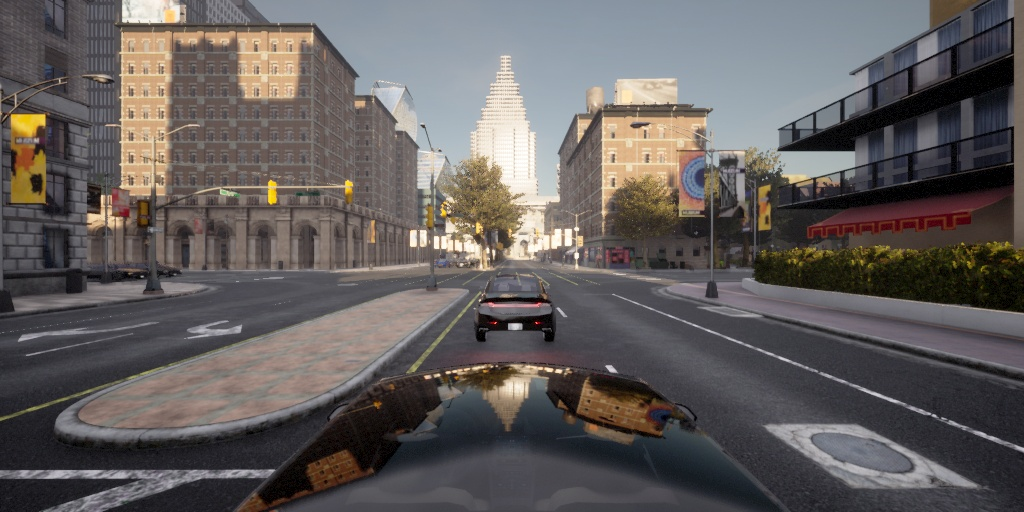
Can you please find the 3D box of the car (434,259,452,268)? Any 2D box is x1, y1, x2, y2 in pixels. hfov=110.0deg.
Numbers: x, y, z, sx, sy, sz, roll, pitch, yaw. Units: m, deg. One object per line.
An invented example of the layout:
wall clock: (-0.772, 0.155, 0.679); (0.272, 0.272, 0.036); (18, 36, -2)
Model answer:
car: (-11.541, 1.227, 60.040); (1.882, 1.535, 5.008); (0, 0, 0)

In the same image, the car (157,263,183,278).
car: (-33.436, 1.297, 32.735); (5.357, 1.411, 2.033); (0, 0, 0)

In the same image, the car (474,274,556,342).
car: (0.081, 1.241, 9.806); (2.128, 1.511, 4.902); (0, 0, 0)

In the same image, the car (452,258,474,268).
car: (-8.045, 1.241, 59.624); (2.128, 1.511, 4.902); (0, 0, 0)

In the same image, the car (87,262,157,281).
car: (-32.827, 1.297, 29.238); (5.357, 1.411, 2.033); (0, 0, 0)
